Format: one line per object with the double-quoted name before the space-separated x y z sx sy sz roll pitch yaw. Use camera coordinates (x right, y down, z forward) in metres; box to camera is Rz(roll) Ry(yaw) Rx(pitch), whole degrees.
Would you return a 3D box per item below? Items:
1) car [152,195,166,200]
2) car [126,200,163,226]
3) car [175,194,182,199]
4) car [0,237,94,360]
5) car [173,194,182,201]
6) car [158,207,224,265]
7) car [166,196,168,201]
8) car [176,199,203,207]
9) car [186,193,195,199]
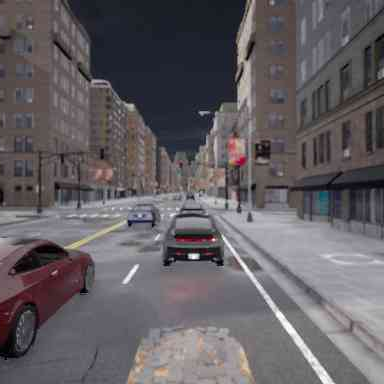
"car" -6.829 1.546 65.686 1.895 1.301 4.718 0 0 0
"car" -3.259 1.541 23.139 2.033 1.411 5.357 0 0 0
"car" -3.687 1.214 91.652 1.882 1.535 5.008 0 0 0
"car" -3.169 1.526 5.825 1.812 1.442 4.674 0 0 0
"car" -3.639 1.465 81.649 1.994 1.385 4.181 0 0 0
"car" 0.041 1.505 11.621 1.837 1.490 4.892 0 0 0
"car" -6.887 1.443 81.219 1.812 1.442 4.674 0 0 0
"car" -0.002 1.483 23.891 2.128 1.511 4.902 0 0 -2
"car" -0.387 1.137 81.277 2.150 2.045 5.566 0 0 0
